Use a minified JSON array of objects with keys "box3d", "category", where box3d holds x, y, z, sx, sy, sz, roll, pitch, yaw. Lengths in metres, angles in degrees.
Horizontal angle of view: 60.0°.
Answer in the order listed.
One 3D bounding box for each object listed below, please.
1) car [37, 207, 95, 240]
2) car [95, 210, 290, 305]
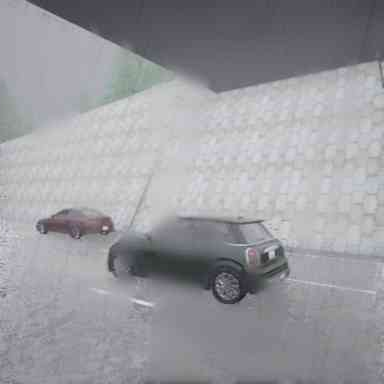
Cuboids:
[{"box3d":[-5.910,1.500,16.808,4.674,1.442,1.812,0,0,36],"category":"car"},{"box3d":[-0.030,1.344,8.312,4.553,1.767,2.097,0,0,36],"category":"car"}]
